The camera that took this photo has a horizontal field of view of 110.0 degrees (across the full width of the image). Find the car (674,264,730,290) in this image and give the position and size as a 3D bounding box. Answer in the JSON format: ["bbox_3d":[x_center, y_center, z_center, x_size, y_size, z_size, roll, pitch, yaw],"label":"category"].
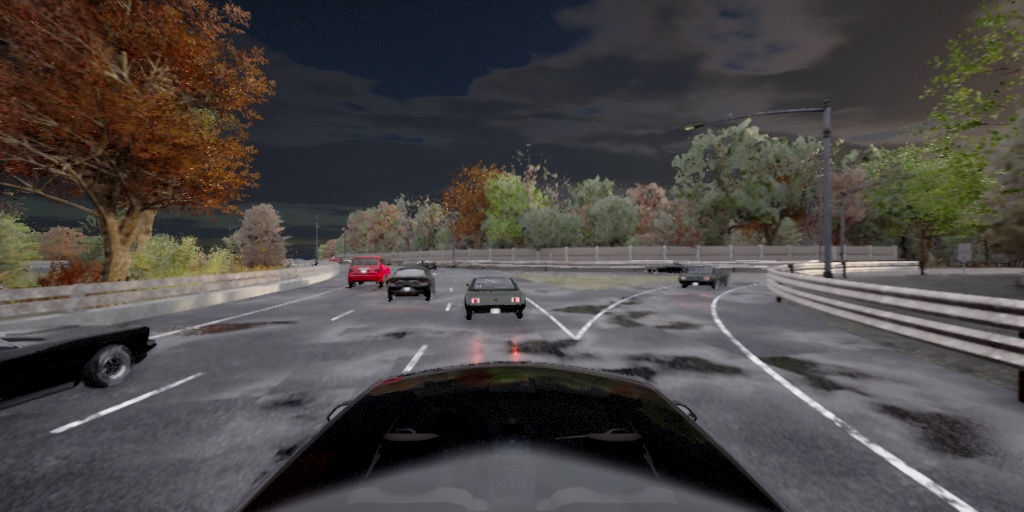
[{"bbox_3d":[11.928,1.302,22.049,1.895,1.301,4.718,0,0,42],"label":"car"}]

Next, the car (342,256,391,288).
[{"bbox_3d":[-9.698,1.036,24.638,2.150,2.045,5.566,0,0,-13],"label":"car"}]

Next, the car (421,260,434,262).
[{"bbox_3d":[-12.432,1.323,52.450,1.882,1.535,5.008,0,0,-27],"label":"car"}]

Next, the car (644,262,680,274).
[{"bbox_3d":[16.632,1.289,38.315,4.718,1.301,1.895,0,0,8],"label":"car"}]

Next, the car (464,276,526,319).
[{"bbox_3d":[-0.726,1.362,12.959,1.895,1.301,4.718,0,0,-6],"label":"car"}]

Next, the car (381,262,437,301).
[{"bbox_3d":[-4.838,1.263,17.702,1.882,1.535,5.008,0,0,-9],"label":"car"}]

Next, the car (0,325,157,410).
[{"bbox_3d":[-7.030,1.389,4.002,1.895,1.301,4.718,0,0,-1],"label":"car"}]
